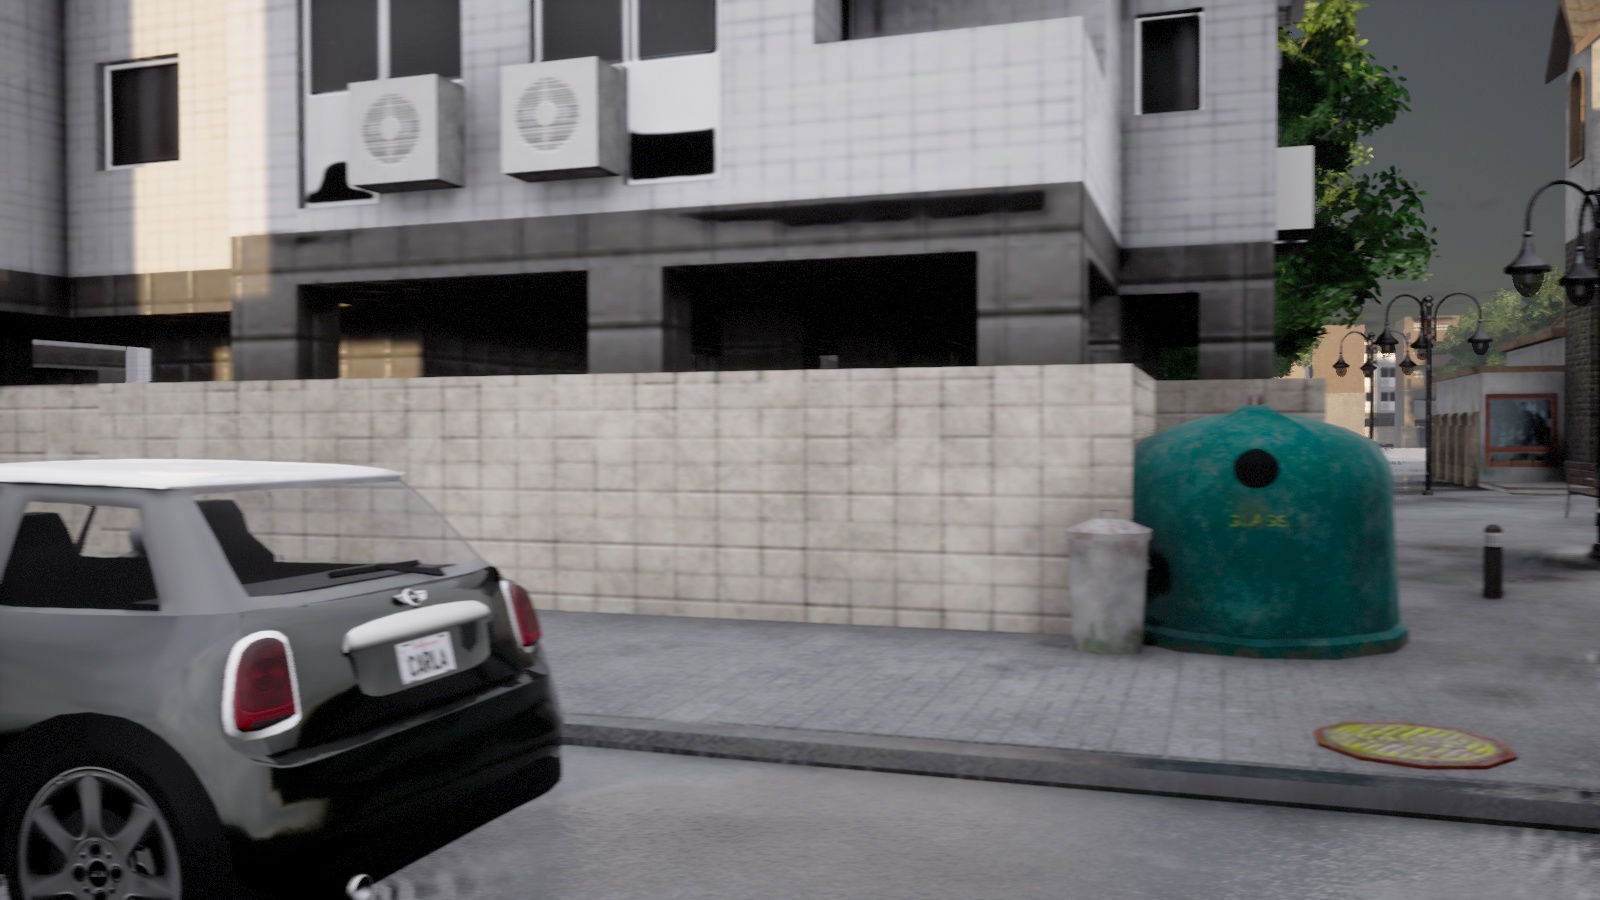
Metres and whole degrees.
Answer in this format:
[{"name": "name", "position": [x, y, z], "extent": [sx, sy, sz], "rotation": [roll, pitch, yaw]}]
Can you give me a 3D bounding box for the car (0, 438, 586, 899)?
[{"name": "car", "position": [-2.980, 0.705, 4.723], "extent": [3.806, 1.475, 1.970], "rotation": [1, 1, 19]}]
